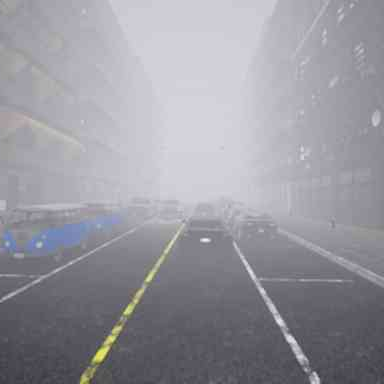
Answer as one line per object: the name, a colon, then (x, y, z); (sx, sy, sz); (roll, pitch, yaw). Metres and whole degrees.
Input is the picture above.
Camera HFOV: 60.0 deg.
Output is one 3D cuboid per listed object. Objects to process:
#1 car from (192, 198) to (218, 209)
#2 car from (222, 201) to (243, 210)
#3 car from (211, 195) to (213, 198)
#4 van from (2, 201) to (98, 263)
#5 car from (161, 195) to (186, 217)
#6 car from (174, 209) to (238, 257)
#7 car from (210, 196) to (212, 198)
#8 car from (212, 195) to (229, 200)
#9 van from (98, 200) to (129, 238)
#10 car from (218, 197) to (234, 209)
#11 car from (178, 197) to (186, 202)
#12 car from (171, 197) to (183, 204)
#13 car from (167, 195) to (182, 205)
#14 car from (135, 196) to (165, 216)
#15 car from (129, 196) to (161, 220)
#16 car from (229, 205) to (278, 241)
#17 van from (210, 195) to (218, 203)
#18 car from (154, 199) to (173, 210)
car: (1.113, 1.563, 30.035); (1.837, 1.490, 4.892); (0, 0, 2)
car: (3.332, 1.599, 22.445); (1.887, 1.381, 4.507); (2, 0, 2)
car: (4.264, 1.578, 50.086); (1.967, 1.590, 4.097); (2, 0, 2)
van: (-4.920, 1.324, 11.726); (1.690, 1.788, 3.998); (2, 0, 2)
car: (-1.811, 1.391, 29.854); (2.097, 1.767, 4.553); (0, 0, 2)
car: (0.520, 1.582, 13.081); (1.994, 1.385, 4.181); (0, 0, 2)
car: (4.646, 1.765, 61.142); (1.802, 1.307, 4.206); (2, 0, 2)
car: (3.883, 1.414, 39.030); (2.192, 1.841, 5.009); (2, 0, 2)
van: (-4.728, 1.335, 17.255); (1.690, 1.788, 3.998); (2, 0, 2)
car: (3.536, 1.509, 27.973); (1.967, 1.590, 4.097); (2, 0, 2)
car: (-2.424, 1.832, 83.582); (1.802, 1.307, 4.206); (2, 0, 2)
car: (-3.000, 1.706, 66.998); (1.887, 1.381, 4.507); (2, 0, 2)
car: (-3.186, 1.450, 61.471); (2.192, 1.841, 5.009); (2, 0, 2)
car: (-4.148, 1.350, 33.835); (2.192, 1.841, 5.009); (2, 0, 2)
car: (-4.341, 1.336, 28.309); (2.192, 1.841, 5.009); (2, 0, 2)
car: (3.140, 1.587, 16.918); (1.887, 1.381, 4.507); (2, 0, 2)
van: (5.230, 1.608, 77.727); (1.690, 1.788, 3.998); (1, 0, 2)
car: (-3.771, 1.635, 44.891); (1.947, 1.339, 4.313); (2, 0, 2)
